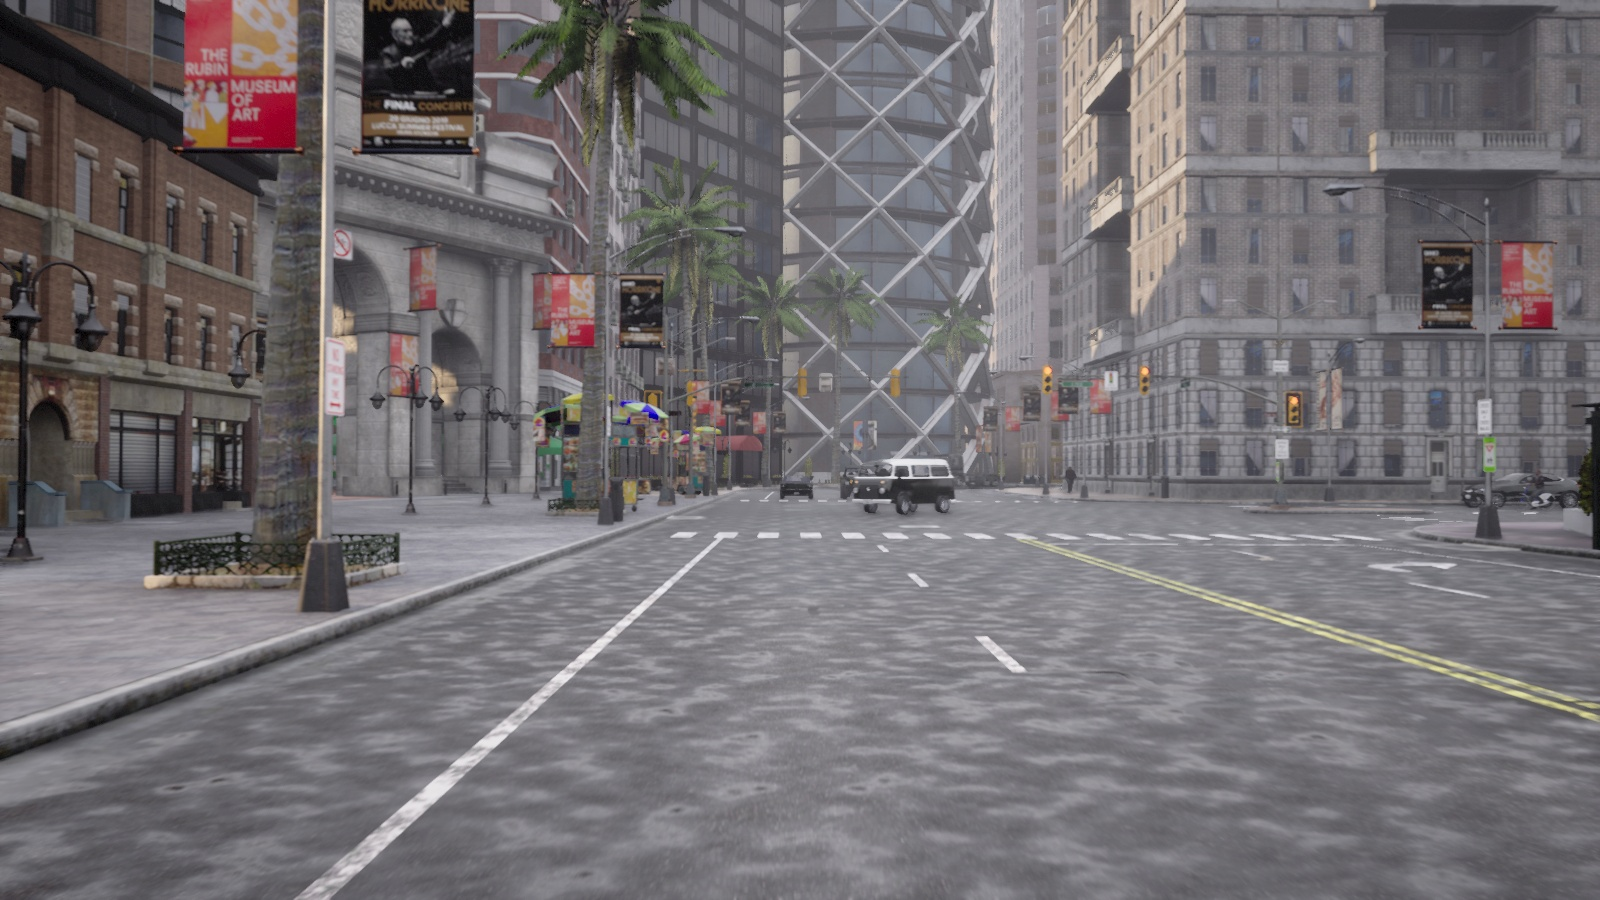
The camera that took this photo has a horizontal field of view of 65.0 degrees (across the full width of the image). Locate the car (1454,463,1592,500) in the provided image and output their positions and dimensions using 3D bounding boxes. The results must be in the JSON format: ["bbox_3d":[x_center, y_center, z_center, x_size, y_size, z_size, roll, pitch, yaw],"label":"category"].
[{"bbox_3d":[32.826,1.418,57.093,5.027,1.651,2.152,0,-1,-1],"label":"car"}]

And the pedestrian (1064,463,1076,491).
[{"bbox_3d":[17.672,1.778,82.254,0.634,1.844,0.899,0,-1,5],"label":"pedestrian"}]

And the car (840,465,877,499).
[{"bbox_3d":[3.318,1.804,72.061,1.905,1.878,3.866,0,-1,0],"label":"car"}]

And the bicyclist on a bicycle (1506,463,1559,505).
[{"bbox_3d":[31.250,1.457,53.574,1.843,1.776,0.659,0,-1,-1],"label":"bicyclist on a bicycle"}]

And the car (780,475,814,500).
[{"bbox_3d":[-0.175,2.113,71.548,1.895,1.301,4.718,0,-1,0],"label":"car"}]

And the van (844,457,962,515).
[{"bbox_3d":[3.855,1.300,46.438,2.069,2.038,4.480,-2,-2,41],"label":"van"}]
